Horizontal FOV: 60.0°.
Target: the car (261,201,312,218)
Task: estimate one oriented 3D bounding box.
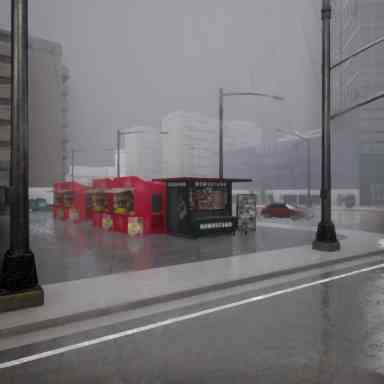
[{"bbox_3d":[9.113,1.689,32.540,1.812,1.442,4.674,0,-1,-36],"label":"car"}]

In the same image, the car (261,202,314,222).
[{"bbox_3d":[7.974,1.653,28.145,1.812,1.442,4.674,0,-1,-36],"label":"car"}]
